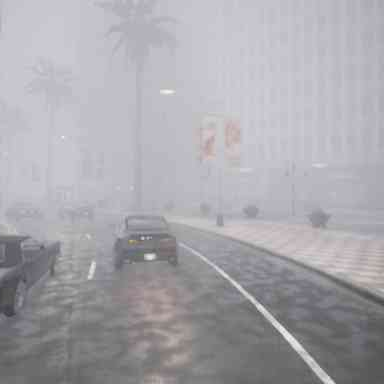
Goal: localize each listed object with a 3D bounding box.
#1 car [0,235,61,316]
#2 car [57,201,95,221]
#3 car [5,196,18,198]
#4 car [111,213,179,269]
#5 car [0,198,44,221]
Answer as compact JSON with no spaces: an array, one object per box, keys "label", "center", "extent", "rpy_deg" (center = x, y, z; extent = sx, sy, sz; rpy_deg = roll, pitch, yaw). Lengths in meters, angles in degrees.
[{"label":"car","center":[-4.244,1.587,7.232],"extent":[1.895,1.301,4.718],"rpy_deg":[0,0,-10]},{"label":"car","center":[-9.318,1.457,26.711],"extent":[1.812,1.442,4.674],"rpy_deg":[0,0,-37]},{"label":"car","center":[-27.811,1.379,50.978],"extent":[2.231,1.521,4.892],"rpy_deg":[0,0,-44]},{"label":"car","center":[-1.686,1.469,11.209],"extent":[1.837,1.490,4.892],"rpy_deg":[0,0,-14]},{"label":"car","center":[-13.527,1.491,26.639],"extent":[2.033,1.411,5.357],"rpy_deg":[0,0,-41]}]
